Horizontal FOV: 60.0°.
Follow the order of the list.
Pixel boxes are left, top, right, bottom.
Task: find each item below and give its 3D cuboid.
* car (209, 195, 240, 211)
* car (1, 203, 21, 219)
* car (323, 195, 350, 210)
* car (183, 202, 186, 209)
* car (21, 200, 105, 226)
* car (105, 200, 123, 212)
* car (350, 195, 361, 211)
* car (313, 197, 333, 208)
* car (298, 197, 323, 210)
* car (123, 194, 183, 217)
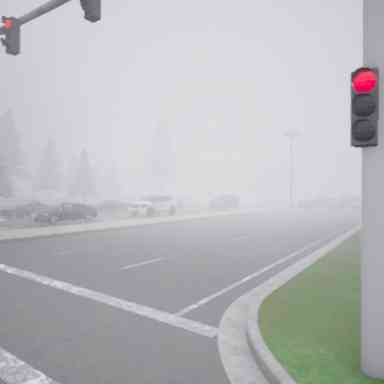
[{"bbox_3d":[4.371,1.360,44.113,2.150,2.045,5.566,0,0,33],"label":"car"},{"bbox_3d":[-14.054,1.505,28.677,1.994,1.385,4.181,0,0,33],"label":"car"},{"bbox_3d":[20.663,1.641,47.541,2.097,1.767,4.553,0,0,34],"label":"car"},{"bbox_3d":[-2.653,1.644,46.159,1.994,1.385,4.181,0,0,33],"label":"car"},{"bbox_3d":[-8.985,1.467,23.630,2.128,1.511,4.902,0,0,33],"label":"car"},{"bbox_3d":[-9.026,1.550,36.397,2.033,1.411,5.357,0,0,33],"label":"car"},{"bbox_3d":[23.850,1.536,46.014,2.150,2.045,5.566,0,0,34],"label":"car"},{"bbox_3d":[22.229,1.674,56.253,2.097,1.767,4.553,0,0,35],"label":"car"},{"bbox_3d":[16.947,1.806,48.371,2.033,1.411,5.357,0,0,34],"label":"car"},{"bbox_3d":[-3.598,1.262,31.901,2.150,2.045,5.566,0,0,33],"label":"car"}]
